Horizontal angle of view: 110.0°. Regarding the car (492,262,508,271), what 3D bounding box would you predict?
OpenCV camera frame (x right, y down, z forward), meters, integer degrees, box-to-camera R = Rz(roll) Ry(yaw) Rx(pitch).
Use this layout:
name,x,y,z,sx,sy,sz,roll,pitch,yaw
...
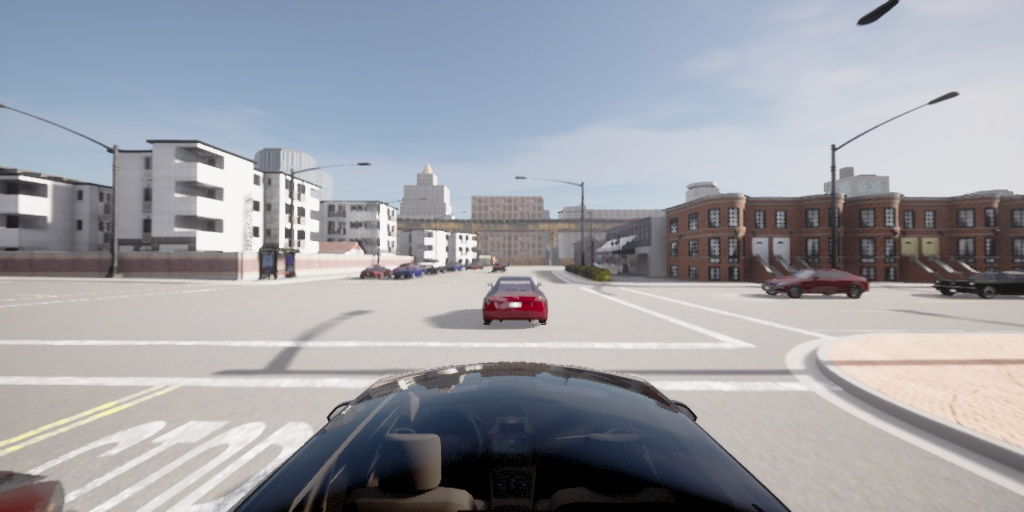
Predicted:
name,x,y,z,sx,sy,sz,roll,pitch,yaw
car,-1.746,1.679,53.023,1.837,1.490,4.892,0,-1,5

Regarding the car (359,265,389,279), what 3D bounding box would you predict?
name,x,y,z,sx,sy,sz,roll,pitch,yaw
car,-13.519,1.563,35.842,1.994,1.385,4.181,0,-1,2

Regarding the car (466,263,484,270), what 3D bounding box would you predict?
name,x,y,z,sx,sy,sz,roll,pitch,yaw
car,-6.687,1.844,63.825,1.994,1.385,4.181,0,-1,22

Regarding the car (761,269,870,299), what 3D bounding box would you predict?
name,x,y,z,sx,sy,sz,roll,pitch,yaw
car,15.330,1.360,18.239,4.674,1.442,1.812,0,-1,1

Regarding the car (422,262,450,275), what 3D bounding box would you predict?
name,x,y,z,sx,sy,sz,roll,pitch,yaw
car,-9.542,1.688,44.508,1.895,1.301,4.718,0,-1,4

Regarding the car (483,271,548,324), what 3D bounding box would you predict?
name,x,y,z,sx,sy,sz,roll,pitch,yaw
car,0.107,1.367,12.141,1.994,1.385,4.181,0,0,0

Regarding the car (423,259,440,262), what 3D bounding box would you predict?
name,x,y,z,sx,sy,sz,roll,pitch,yaw
car,-12.315,1.403,54.131,2.150,2.045,5.566,0,-1,6

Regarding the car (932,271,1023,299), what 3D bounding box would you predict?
name,x,y,z,sx,sy,sz,roll,pitch,yaw
car,24.417,1.437,18.028,4.718,1.301,1.895,0,-1,2

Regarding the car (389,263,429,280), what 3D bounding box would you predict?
name,x,y,z,sx,sy,sz,roll,pitch,yaw
car,-10.035,1.596,35.351,1.895,1.301,4.718,0,-1,3

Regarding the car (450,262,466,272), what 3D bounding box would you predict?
name,x,y,z,sx,sy,sz,roll,pitch,yaw
car,-8.818,1.782,53.953,1.895,1.301,4.718,0,-1,6

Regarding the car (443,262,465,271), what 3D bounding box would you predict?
name,x,y,z,sx,sy,sz,roll,pitch,yaw
car,-10.323,1.786,64.067,1.837,1.490,4.892,0,-1,18
